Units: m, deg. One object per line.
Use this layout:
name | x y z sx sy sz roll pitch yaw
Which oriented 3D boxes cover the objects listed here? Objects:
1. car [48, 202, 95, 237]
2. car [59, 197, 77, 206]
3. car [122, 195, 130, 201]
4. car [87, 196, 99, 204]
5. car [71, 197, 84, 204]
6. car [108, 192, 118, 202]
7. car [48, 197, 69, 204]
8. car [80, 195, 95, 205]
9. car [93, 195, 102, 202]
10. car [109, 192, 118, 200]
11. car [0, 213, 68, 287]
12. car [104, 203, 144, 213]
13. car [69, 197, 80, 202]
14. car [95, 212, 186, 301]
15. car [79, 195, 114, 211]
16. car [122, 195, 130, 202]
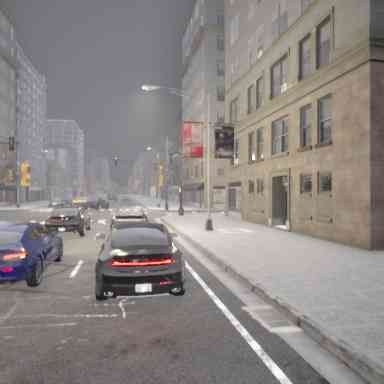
car | -6.591 1.509 17.988 1.837 1.490 4.892 0 0 -11
car | -21.393 1.568 57.745 2.033 1.411 5.357 0 0 -11
car | -17.840 1.500 89.814 1.882 1.535 5.008 0 0 -11
car | -20.008 1.575 67.647 1.994 1.385 4.181 0 0 -11
car | -23.311 1.617 67.588 1.895 1.301 4.718 0 0 -11
car | -18.730 1.243 77.765 2.150 2.045 5.566 0 0 -11
car | -19.546 1.510 48.175 2.128 1.511 4.902 0 0 -14
car | -18.132 1.373 58.036 2.097 1.767 4.553 0 0 -12
car | -21.999 1.497 77.532 1.837 1.490 4.892 0 0 -11
car | -20.787 1.115 87.980 2.150 2.045 5.566 0 0 -11
car | -4.784 1.527 9.020 1.812 1.442 4.674 0 0 -11
car | -3.297 1.495 17.579 2.128 1.511 4.902 0 0 -11
car | -16.335 1.496 48.949 1.882 1.535 5.008 0 0 -11
car | -1.360 1.506 8.456 1.837 1.490 4.892 0 0 -11
car | -11.713 1.521 41.167 1.837 1.490 4.892 2 0 7
car | -15.869 1.617 80.018 1.895 1.301 4.718 0 0 -11
